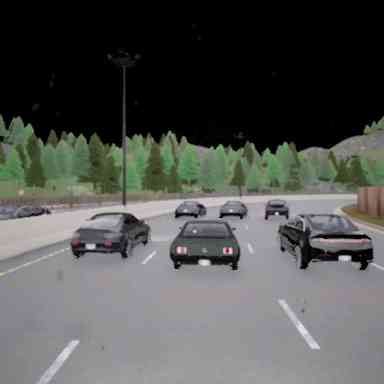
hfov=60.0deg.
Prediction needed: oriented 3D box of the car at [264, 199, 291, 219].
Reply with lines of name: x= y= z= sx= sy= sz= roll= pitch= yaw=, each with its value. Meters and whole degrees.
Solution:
car: x=7.056 y=1.372 z=27.459 sx=1.837 sy=1.490 sz=4.892 roll=0 pitch=0 yaw=15

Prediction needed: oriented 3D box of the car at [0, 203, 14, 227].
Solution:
car: x=-12.769 y=1.429 z=19.376 sx=1.812 sy=1.442 sz=4.674 roll=0 pitch=0 yaw=9

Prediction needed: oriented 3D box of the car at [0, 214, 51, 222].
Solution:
car: x=-9.470 y=1.403 z=17.705 sx=2.128 sy=1.511 sz=4.902 roll=0 pitch=0 yaw=8

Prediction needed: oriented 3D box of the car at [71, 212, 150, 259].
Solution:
car: x=-2.840 y=1.465 z=12.328 sx=1.812 sy=1.442 sz=4.674 roll=0 pitch=0 yaw=5

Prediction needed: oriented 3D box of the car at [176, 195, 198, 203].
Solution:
car: x=-0.891 y=1.265 z=61.320 sx=1.994 sy=1.385 sz=4.181 roll=0 pitch=0 yaw=32

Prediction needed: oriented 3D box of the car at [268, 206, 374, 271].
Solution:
car: x=4.023 y=1.439 z=10.749 sx=2.128 sy=1.511 sz=4.902 roll=0 pitch=0 yaw=4

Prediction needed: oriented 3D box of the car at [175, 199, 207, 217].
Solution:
car: x=-0.021 y=1.428 z=28.001 sx=1.994 sy=1.385 sz=4.181 roll=0 pitch=0 yaw=14

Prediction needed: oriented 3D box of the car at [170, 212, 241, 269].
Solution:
car: x=0.507 y=1.547 z=10.903 sx=1.895 sy=1.301 sz=4.718 roll=0 pitch=0 yaw=4

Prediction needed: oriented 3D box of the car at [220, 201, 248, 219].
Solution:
car: x=3.585 y=1.428 z=27.991 sx=1.994 sy=1.385 sz=4.181 roll=0 pitch=0 yaw=15
